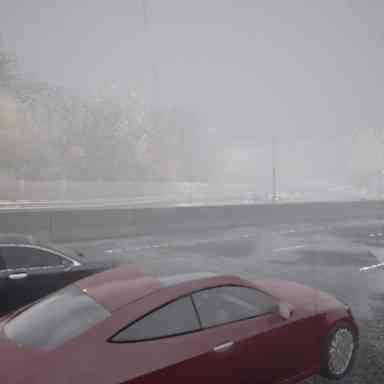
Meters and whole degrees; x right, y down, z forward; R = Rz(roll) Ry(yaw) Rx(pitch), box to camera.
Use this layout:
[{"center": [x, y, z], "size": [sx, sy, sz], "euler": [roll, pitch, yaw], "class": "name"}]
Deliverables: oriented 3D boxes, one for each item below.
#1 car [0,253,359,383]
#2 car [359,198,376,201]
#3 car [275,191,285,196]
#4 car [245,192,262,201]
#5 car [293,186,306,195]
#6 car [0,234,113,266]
[{"center": [-0.008, 1.520, 3.771], "size": [4.674, 1.442, 1.812], "euler": [0, 0, -36], "class": "car"}, {"center": [24.987, 1.562, 47.909], "size": [4.718, 1.301, 1.895], "euler": [0, 0, -35], "class": "car"}, {"center": [19.147, 0.523, 73.113], "size": [2.128, 1.511, 4.902], "euler": [0, 1, 32], "class": "car"}, {"center": [11.043, 0.818, 59.844], "size": [2.128, 1.511, 4.902], "euler": [0, 1, 31], "class": "car"}, {"center": [27.795, -0.397, 86.009], "size": [2.150, 2.045, 5.566], "euler": [0, 2, 35], "class": "car"}, {"center": [-3.203, 1.494, 5.776], "size": [4.892, 1.490, 1.837], "euler": [0, 0, -36], "class": "car"}]
